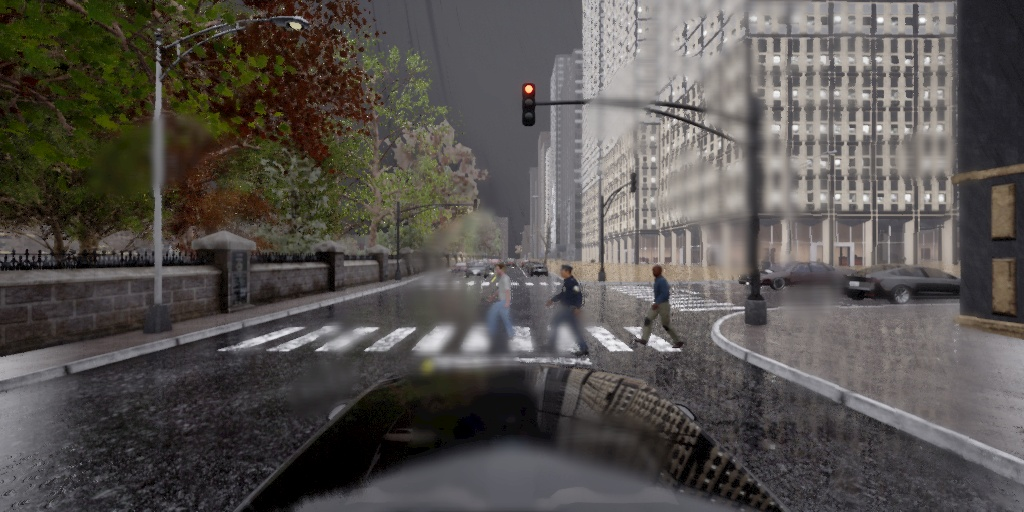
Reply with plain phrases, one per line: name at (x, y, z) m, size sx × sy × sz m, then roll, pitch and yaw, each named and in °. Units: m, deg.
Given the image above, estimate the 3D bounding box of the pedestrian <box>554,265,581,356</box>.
pedestrian at (1.085, 1.044, 7.086) m, size 0.375 × 1.860 × 0.375 m, roll 0°, pitch 0°, yaw 0°

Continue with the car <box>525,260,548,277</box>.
car at (2.614, 1.325, 35.732) m, size 1.948 × 1.339 × 4.313 m, roll 0°, pitch 0°, yaw 0°

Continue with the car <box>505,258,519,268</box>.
car at (-0.135, 1.287, 62.562) m, size 1.837 × 1.490 × 4.892 m, roll 0°, pitch 0°, yaw 0°

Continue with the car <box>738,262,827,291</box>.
car at (15.102, 1.022, 18.974) m, size 5.357 × 1.411 × 2.033 m, roll -1°, pitch 0°, yaw 0°

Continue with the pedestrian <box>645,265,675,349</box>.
pedestrian at (3.171, 1.044, 7.690) m, size 0.375 × 1.860 × 0.375 m, roll 0°, pitch 0°, yaw 0°

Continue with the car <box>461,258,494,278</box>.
car at (-3.156, 1.250, 33.902) m, size 2.128 × 1.511 × 4.902 m, roll 0°, pitch 0°, yaw 1°

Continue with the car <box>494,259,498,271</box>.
car at (-3.188, 1.328, 45.456) m, size 1.994 × 1.385 × 4.181 m, roll 0°, pitch 0°, yaw 0°

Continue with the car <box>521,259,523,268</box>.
car at (2.590, 1.332, 46.997) m, size 1.948 × 1.339 × 4.313 m, roll 0°, pitch 0°, yaw 0°

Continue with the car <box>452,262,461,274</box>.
car at (-5.778, 1.345, 41.346) m, size 1.802 × 1.307 × 4.207 m, roll 0°, pitch 0°, yaw 0°

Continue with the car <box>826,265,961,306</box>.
car at (14.659, 1.024, 13.176) m, size 4.313 × 1.339 × 1.948 m, roll 0°, pitch 0°, yaw 0°

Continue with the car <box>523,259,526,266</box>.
car at (2.602, 1.329, 41.365) m, size 1.948 × 1.339 × 4.313 m, roll 0°, pitch 0°, yaw 0°

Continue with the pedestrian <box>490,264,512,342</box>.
pedestrian at (-0.246, 1.042, 8.283) m, size 0.375 × 1.860 × 0.375 m, roll 0°, pitch 0°, yaw 0°

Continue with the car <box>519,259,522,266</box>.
car at (2.554, 1.328, 63.895) m, size 1.888 × 1.381 × 4.507 m, roll 0°, pitch 0°, yaw 0°
